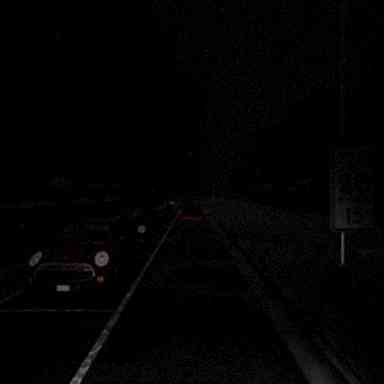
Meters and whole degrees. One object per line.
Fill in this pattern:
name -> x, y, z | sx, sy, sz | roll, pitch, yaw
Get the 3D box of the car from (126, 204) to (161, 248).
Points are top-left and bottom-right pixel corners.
car -> -2.644, 1.447, 14.490 | 1.967, 1.590, 4.097 | 0, 0, 0

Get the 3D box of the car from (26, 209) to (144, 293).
car -> -2.644, 1.443, 8.802 | 1.967, 1.590, 4.097 | 0, 0, 0

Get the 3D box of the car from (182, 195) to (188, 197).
car -> 0.017, 1.429, 46.017 | 2.097, 1.767, 4.553 | 0, 0, 0

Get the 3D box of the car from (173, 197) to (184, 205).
car -> -2.659, 1.706, 65.688 | 2.008, 1.369, 4.403 | -1, 0, 0

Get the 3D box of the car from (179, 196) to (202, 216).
car -> -0.005, 1.518, 33.272 | 1.882, 1.535, 5.008 | 0, 0, 0

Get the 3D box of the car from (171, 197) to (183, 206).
car -> -2.657, 1.675, 59.999 | 1.887, 1.381, 4.507 | 0, 0, 0

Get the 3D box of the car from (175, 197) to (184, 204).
car -> -2.660, 1.748, 71.377 | 1.947, 1.339, 4.313 | -1, 0, 0

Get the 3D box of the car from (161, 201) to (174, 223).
car -> -2.648, 1.606, 25.868 | 1.802, 1.307, 4.206 | 0, 0, 0

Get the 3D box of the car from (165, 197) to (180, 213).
car -> -2.651, 1.601, 37.245 | 2.008, 1.369, 4.403 | 0, 0, 0
